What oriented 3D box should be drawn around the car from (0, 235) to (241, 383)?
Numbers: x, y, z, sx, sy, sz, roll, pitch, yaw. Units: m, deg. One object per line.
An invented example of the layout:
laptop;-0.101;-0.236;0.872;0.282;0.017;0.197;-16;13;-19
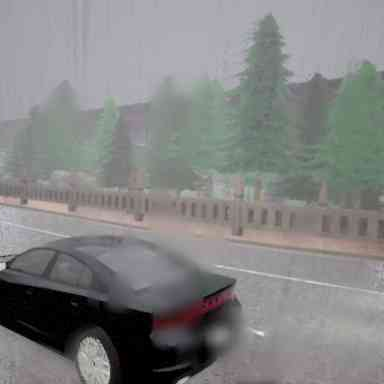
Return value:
car;-1.687;1.419;5.196;5.008;1.535;1.882;1;1;36
